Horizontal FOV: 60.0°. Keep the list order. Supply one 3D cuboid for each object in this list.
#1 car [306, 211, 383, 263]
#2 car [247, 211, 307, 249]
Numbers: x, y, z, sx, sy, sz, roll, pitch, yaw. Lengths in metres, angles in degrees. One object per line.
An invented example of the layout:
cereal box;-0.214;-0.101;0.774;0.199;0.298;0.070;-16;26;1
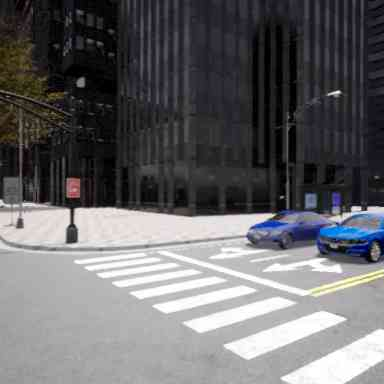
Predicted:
car;6.722;1.537;12.473;5.008;1.535;1.882;0;0;-36
car;4.534;1.584;14.900;4.674;1.442;1.812;0;0;-36
